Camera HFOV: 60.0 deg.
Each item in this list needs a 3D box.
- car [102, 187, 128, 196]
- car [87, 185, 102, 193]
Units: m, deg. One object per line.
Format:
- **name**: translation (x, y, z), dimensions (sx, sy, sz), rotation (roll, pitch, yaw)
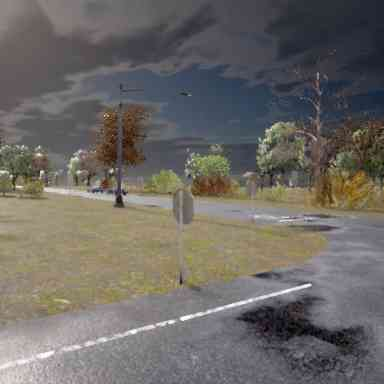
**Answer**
- **car**: translation (-11.882, -0.141, 52.155), dimensions (1.895, 1.301, 4.718), rotation (0, 2, -35)
- **car**: translation (-17.430, -0.523, 59.939), dimensions (1.812, 1.442, 4.674), rotation (0, 2, -35)
